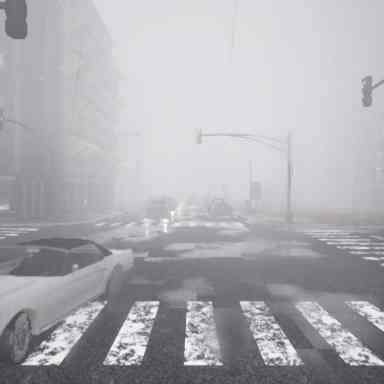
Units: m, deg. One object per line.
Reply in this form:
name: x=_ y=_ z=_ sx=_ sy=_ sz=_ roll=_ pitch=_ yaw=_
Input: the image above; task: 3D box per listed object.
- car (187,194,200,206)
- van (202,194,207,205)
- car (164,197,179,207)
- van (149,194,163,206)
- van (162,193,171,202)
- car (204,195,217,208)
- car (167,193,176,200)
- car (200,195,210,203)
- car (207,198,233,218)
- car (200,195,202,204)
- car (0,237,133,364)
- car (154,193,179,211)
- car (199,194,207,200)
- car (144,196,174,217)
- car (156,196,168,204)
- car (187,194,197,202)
car: x=0.135 y=1.490 z=54.102 sx=2.033 sy=1.411 sz=5.357 roll=0 pitch=0 yaw=0
van: x=2.668 y=1.295 z=46.924 sx=1.690 sy=1.788 sz=3.998 roll=-1 pitch=0 yaw=0
car: x=-3.053 y=1.513 z=50.497 sx=1.994 sy=1.385 sz=4.181 roll=0 pitch=0 yaw=0
van: x=-5.677 y=1.286 z=52.541 sx=1.690 sy=1.788 sz=3.998 roll=-1 pitch=0 yaw=0
van: x=-5.665 y=1.242 z=75.127 sx=1.690 sy=1.788 sz=3.998 roll=-1 pitch=0 yaw=0
car: x=2.663 y=1.410 z=35.632 sx=1.967 sy=1.590 sz=4.097 roll=-1 pitch=0 yaw=0
car: x=-5.657 y=1.173 z=92.065 sx=2.192 sy=1.841 sz=5.009 roll=-1 pitch=0 yaw=0
car: x=2.687 y=1.353 z=69.507 sx=1.967 sy=1.590 sz=4.097 roll=-1 pitch=0 yaw=0
car: x=2.662 y=1.522 z=29.987 sx=1.887 sy=1.381 sz=4.507 roll=-1 pitch=0 yaw=0
car: x=2.673 y=1.490 z=52.570 sx=1.887 sy=1.381 sz=4.507 roll=-1 pitch=0 yaw=0
car: x=-2.819 y=1.598 z=6.086 sx=1.895 sy=1.301 sz=4.718 roll=0 pitch=0 yaw=12
car: x=-3.069 y=1.315 z=40.532 sx=2.097 sy=1.767 sz=4.553 roll=0 pitch=0 yaw=0
car: x=2.726 y=1.313 z=86.445 sx=1.967 sy=1.590 sz=4.097 roll=-1 pitch=0 yaw=0
car: x=-3.079 y=1.453 z=31.218 sx=1.882 sy=1.535 sz=5.008 roll=0 pitch=0 yaw=0
car: x=-5.669 y=1.470 z=63.833 sx=1.887 sy=1.381 sz=4.507 roll=-1 pitch=0 yaw=0
car: x=0.065 y=1.264 z=71.014 sx=2.097 sy=1.767 sz=4.553 roll=0 pitch=0 yaw=0
